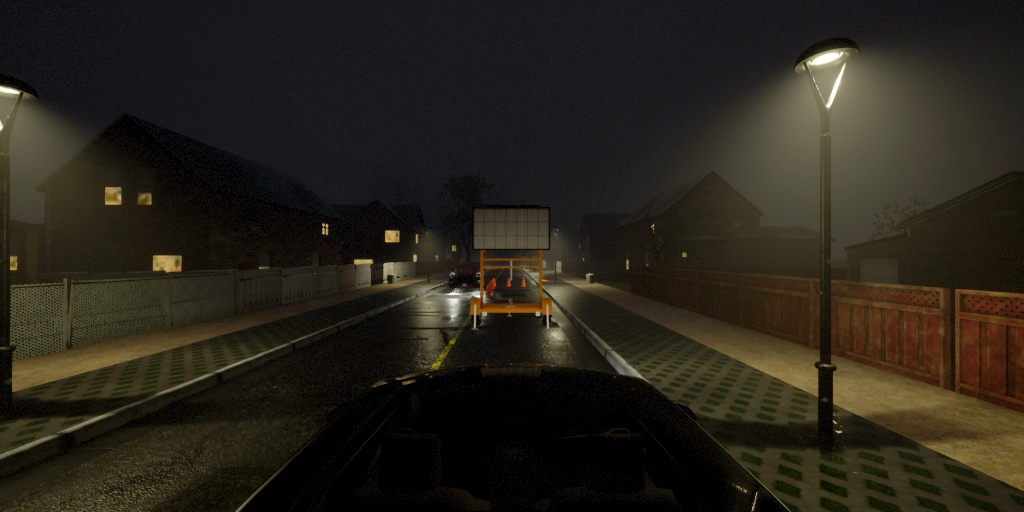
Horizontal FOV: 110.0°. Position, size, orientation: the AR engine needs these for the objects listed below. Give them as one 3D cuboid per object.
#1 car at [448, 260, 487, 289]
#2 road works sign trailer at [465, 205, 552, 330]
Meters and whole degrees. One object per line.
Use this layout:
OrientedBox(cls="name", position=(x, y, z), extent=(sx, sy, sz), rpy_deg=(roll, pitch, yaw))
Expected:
OrientedBox(cls="car", position=(-2.802, 1.142, 23.420), extent=(2.097, 1.767, 4.553), rpy_deg=(0, 0, 0))
OrientedBox(cls="road works sign trailer", position=(-0.021, 0.221, 11.192), extent=(2.380, 3.560, 2.880), rpy_deg=(0, 0, 0))
